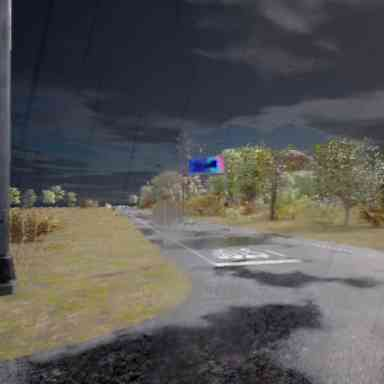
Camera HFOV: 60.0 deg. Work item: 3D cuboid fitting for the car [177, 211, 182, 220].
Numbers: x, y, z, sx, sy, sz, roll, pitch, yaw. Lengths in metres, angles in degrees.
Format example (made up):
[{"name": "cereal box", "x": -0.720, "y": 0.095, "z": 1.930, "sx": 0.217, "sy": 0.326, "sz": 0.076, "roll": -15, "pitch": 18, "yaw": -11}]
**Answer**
[{"name": "car", "x": -2.797, "y": 3.553, "z": 51.498, "sx": 2.033, "sy": 1.411, "sz": 5.357, "roll": 0, "pitch": -2, "yaw": -12}]
